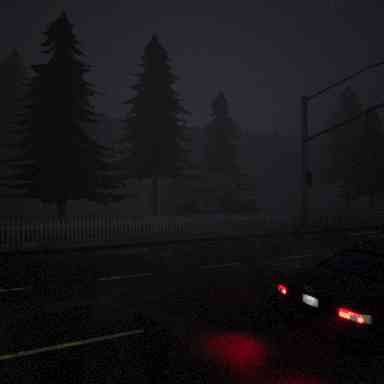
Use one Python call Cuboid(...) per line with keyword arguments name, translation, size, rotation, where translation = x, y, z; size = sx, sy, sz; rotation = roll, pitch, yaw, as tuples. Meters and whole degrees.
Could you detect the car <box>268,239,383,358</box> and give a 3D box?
Cuboid(name="car", translation=(3.891, 1.546, 5.698), size=(5.357, 1.411, 2.033), rotation=(0, 0, -26))
